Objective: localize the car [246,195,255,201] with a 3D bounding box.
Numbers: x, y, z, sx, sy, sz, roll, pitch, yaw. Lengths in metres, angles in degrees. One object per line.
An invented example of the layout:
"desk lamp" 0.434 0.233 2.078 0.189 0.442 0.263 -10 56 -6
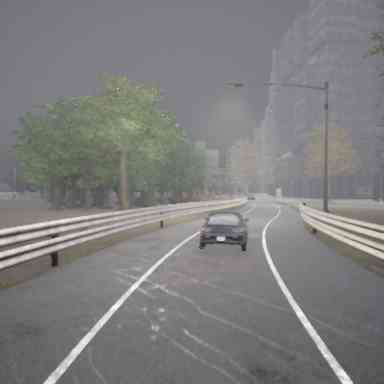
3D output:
"car" 14.613 1.462 83.590 1.837 1.490 4.892 0 0 -1

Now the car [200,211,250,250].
"car" 1.469 1.539 14.374 1.812 1.442 4.674 0 0 10
